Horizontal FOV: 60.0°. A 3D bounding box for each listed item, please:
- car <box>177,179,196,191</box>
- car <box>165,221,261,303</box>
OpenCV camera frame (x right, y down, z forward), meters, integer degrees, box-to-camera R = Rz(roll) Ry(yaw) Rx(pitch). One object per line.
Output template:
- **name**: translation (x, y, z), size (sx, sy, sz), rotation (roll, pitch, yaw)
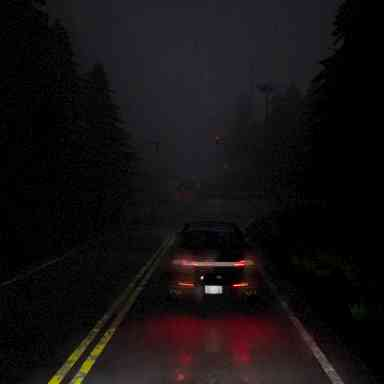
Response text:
- **car**: translation (-0.697, -1.070, 45.223), size (1.812, 1.442, 4.674), rotation (1, 9, 14)
- **car**: translation (0.449, 1.466, 8.175), size (2.128, 1.511, 4.902), rotation (0, 0, 2)
